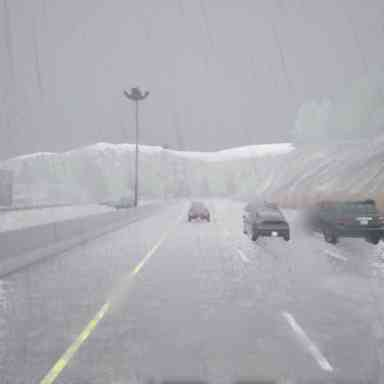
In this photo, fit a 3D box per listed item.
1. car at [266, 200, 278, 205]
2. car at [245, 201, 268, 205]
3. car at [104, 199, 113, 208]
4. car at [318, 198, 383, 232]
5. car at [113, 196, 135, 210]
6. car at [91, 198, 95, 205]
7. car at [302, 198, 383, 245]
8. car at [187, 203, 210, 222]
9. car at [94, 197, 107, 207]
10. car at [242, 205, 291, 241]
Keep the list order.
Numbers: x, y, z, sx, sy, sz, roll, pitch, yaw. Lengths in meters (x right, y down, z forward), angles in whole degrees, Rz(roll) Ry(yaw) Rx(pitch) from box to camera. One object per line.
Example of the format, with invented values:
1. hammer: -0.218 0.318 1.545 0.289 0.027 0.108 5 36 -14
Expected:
1. car: 11.181 1.982 48.593 1.837 1.490 4.892 0 0 0
2. car: 7.690 1.967 41.464 1.994 1.385 4.181 0 0 0
3. car: -13.464 2.125 58.589 1.895 1.301 4.718 0 -1 0
4. car: 10.982 1.464 23.478 2.150 2.045 5.566 0 0 1
5. car: -9.977 1.677 50.795 2.150 2.045 5.566 0 0 0
6. car: -20.474 1.929 71.987 2.128 1.511 4.902 0 -1 0
7. car: 7.334 1.394 16.740 2.150 2.045 5.566 0 0 1
8. car: 0.588 1.878 29.341 1.895 1.301 4.718 0 -1 1
9. car: -16.960 2.024 65.172 1.882 1.535 5.008 0 0 0
10. car: 3.864 1.682 17.799 1.837 1.490 4.892 0 0 1
